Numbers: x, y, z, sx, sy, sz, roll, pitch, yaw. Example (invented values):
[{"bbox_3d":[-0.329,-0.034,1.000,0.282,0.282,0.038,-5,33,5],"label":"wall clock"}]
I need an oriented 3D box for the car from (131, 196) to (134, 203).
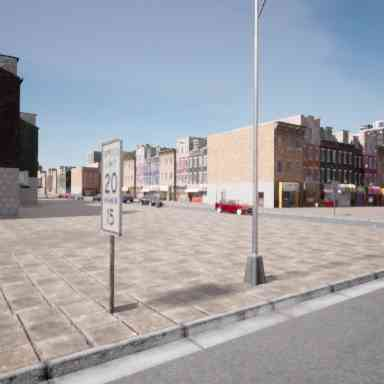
[{"bbox_3d":[-11.825,1.072,57.884,1.837,1.490,4.892,1,0,-35],"label":"car"}]

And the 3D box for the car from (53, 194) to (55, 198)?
[{"bbox_3d":[-33.978,0.842,84.637,1.752,1.417,4.829,1,0,-35],"label":"car"}]

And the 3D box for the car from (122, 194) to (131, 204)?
[{"bbox_3d":[-12.015,1.045,52.934,1.882,1.535,5.008,1,0,-35],"label":"car"}]

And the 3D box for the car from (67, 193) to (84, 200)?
[{"bbox_3d":[-24.557,0.963,71.321,2.008,1.369,4.403,1,0,-35],"label":"car"}]

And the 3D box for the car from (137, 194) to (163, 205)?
[{"bbox_3d":[-6.417,1.147,50.329,1.837,1.490,4.892,1,0,-35],"label":"car"}]

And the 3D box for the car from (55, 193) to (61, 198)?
[{"bbox_3d":[-30.904,0.891,80.291,1.887,1.381,4.507,1,0,-35],"label":"car"}]

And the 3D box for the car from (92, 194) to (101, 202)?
[{"bbox_3d":[-16.066,1.039,58.644,1.812,1.442,4.674,1,0,-35],"label":"car"}]

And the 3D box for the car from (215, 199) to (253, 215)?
[{"bbox_3d":[4.001,1.366,30.960,1.887,1.381,4.507,1,0,-35],"label":"car"}]

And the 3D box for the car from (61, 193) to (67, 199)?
[{"bbox_3d":[-27.730,0.923,75.806,1.887,1.381,4.507,1,0,-35],"label":"car"}]

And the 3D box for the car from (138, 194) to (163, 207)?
[{"bbox_3d":[-5.518,1.229,44.413,1.947,1.339,4.313,1,0,-35],"label":"car"}]
